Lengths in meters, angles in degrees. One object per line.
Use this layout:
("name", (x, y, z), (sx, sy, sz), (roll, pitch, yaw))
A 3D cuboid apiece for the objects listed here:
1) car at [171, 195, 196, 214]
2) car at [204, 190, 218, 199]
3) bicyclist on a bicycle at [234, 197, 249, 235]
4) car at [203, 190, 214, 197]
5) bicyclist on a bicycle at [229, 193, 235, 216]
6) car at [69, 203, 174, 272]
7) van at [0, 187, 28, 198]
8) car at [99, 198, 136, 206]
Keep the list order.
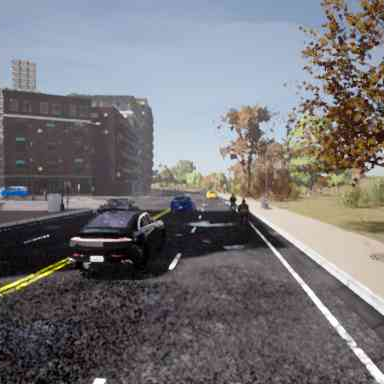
("car", (-0.710, 1.017, 28.516), (1.882, 1.535, 5.008), (0, 1, 3))
("car", (3.701, 0.479, 60.964), (1.882, 1.535, 5.008), (0, 1, 1))
("bicyclist on a bicycle", (2.491, 1.194, 15.969), (0.582, 1.620, 1.656), (0, 1, 4))
("car", (3.662, 0.305, 74.134), (2.128, 1.511, 4.902), (0, 1, -1))
("bicyclist on a bicycle", (3.183, 0.951, 25.860), (0.659, 1.776, 1.843), (0, 1, 4))
("car", (-2.034, 1.325, 10.278), (2.128, 1.511, 4.902), (0, 1, 5))
("van", (-27.499, 0.070, 51.637), (3.998, 1.788, 1.690), (0, 0, -27))
("car", (-4.634, 1.152, 21.194), (2.128, 1.511, 4.902), (0, 1, 4))
